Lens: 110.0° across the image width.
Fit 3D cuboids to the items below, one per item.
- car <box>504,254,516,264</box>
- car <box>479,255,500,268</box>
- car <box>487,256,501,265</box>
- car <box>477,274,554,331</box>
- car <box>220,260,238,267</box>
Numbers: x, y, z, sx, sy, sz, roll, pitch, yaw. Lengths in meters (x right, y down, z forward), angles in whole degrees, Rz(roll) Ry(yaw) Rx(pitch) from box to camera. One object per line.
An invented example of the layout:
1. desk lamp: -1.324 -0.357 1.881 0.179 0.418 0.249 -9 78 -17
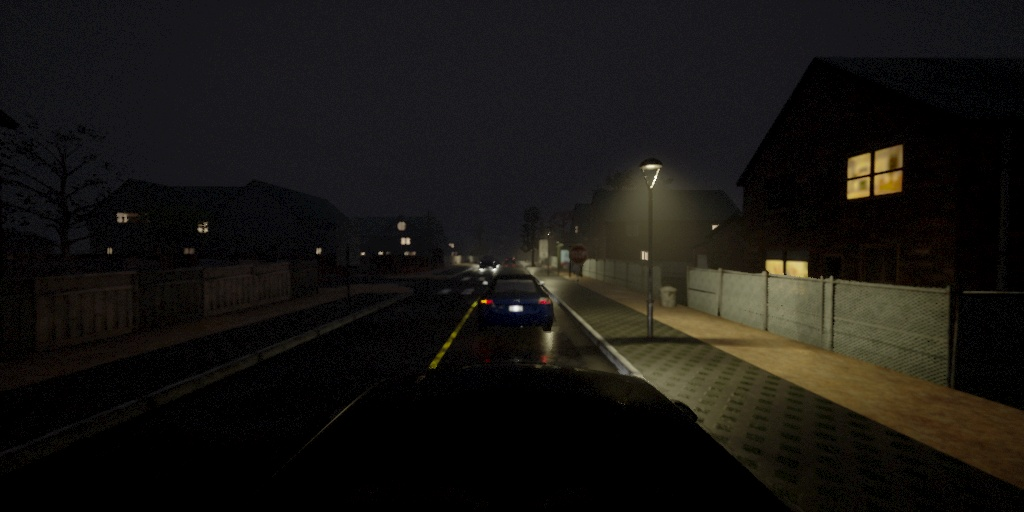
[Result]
1. car: -0.339 0.781 64.909 1.812 1.442 4.674 0 0 0
2. car: -3.078 0.690 46.855 2.097 1.767 4.553 0 0 0
3. car: -3.124 0.755 62.902 2.128 1.511 4.902 0 0 0
4. car: 0.053 1.212 10.599 1.994 1.385 4.181 0 0 -1
5. car: -17.218 0.989 22.774 4.892 1.490 1.837 0 1 -2
